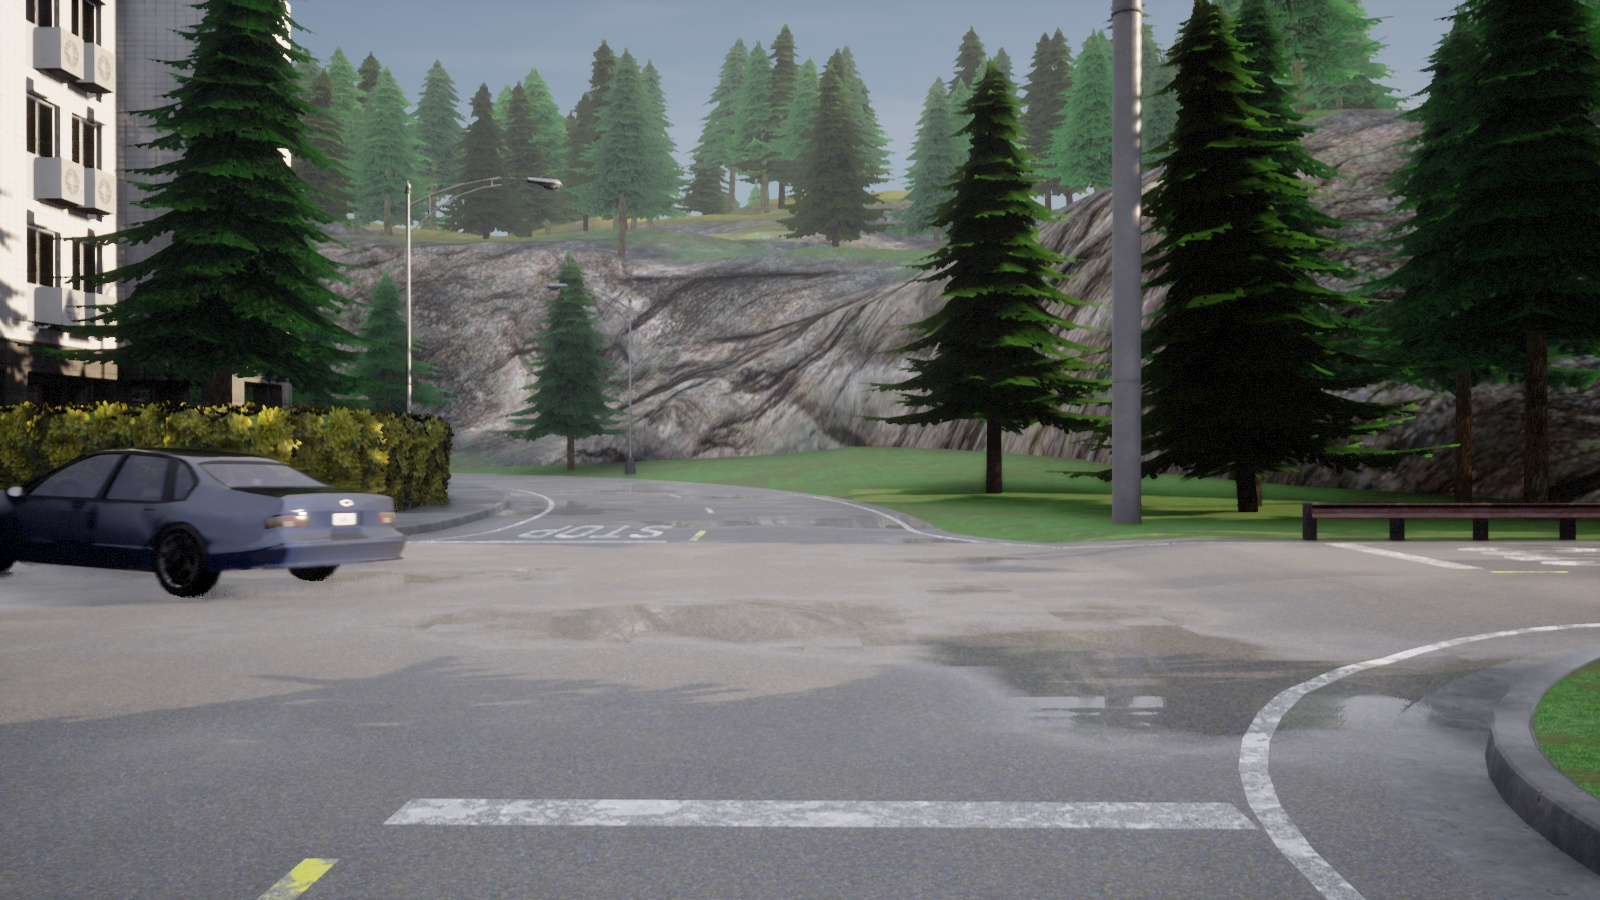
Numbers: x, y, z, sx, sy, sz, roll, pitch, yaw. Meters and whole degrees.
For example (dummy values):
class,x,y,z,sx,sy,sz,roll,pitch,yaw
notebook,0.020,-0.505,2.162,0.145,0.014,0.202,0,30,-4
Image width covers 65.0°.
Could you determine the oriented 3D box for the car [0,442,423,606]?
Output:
class,x,y,z,sx,sy,sz,roll,pitch,yaw
car,-6.828,0.667,13.287,5.357,1.411,2.033,1,-1,24
